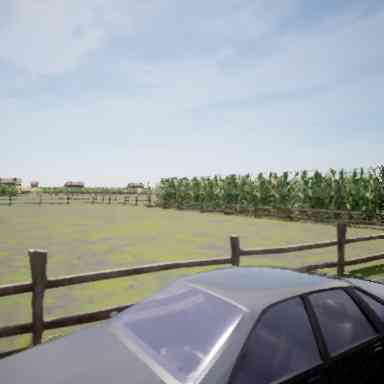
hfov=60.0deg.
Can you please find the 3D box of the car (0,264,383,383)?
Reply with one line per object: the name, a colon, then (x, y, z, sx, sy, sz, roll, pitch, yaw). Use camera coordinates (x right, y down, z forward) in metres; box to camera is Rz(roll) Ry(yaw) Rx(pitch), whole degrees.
car: (0.547, 1.559, 3.355, 5.357, 1.411, 2.033, 0, 0, -34)
